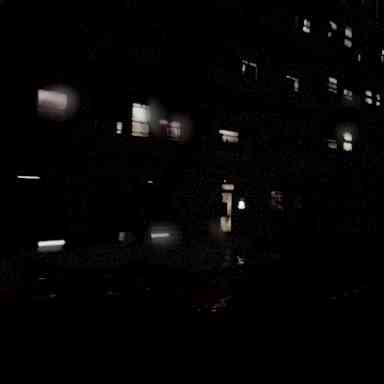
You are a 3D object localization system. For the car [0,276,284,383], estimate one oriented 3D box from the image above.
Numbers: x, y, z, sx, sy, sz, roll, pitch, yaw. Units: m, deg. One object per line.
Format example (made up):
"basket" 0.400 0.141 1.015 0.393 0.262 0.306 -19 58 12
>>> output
"car" -1.497 1.479 2.311 5.008 1.535 1.882 1 0 -35
